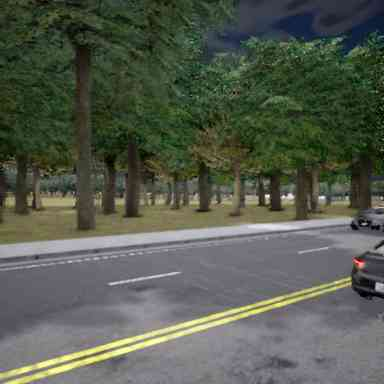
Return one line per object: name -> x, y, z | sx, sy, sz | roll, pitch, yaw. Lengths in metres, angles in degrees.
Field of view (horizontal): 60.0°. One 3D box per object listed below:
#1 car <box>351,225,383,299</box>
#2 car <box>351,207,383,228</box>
car -> 5.263, 1.537, 7.195 | 4.674, 1.442, 1.812 | 0, 0, -36
car -> 11.230, 1.601, 19.665 | 4.181, 1.385, 1.994 | 0, 0, -35
